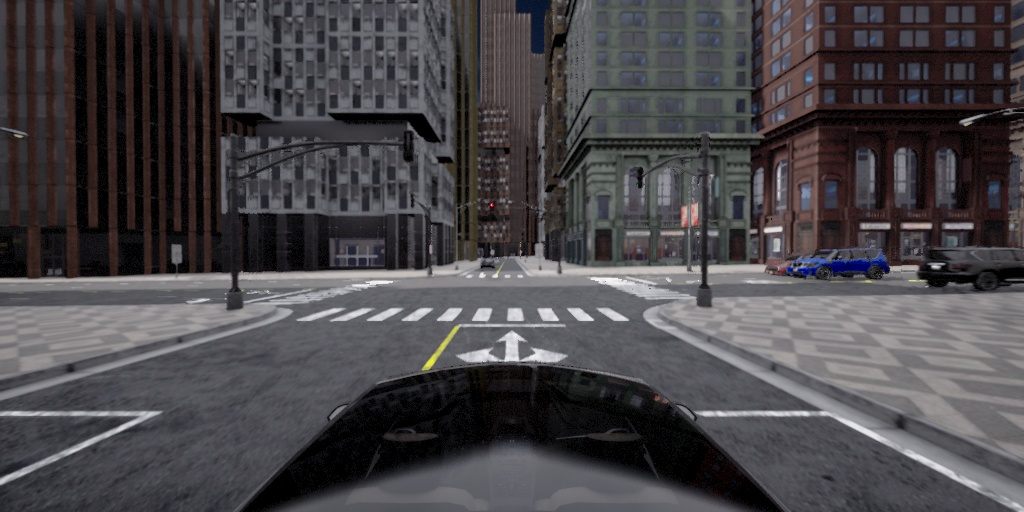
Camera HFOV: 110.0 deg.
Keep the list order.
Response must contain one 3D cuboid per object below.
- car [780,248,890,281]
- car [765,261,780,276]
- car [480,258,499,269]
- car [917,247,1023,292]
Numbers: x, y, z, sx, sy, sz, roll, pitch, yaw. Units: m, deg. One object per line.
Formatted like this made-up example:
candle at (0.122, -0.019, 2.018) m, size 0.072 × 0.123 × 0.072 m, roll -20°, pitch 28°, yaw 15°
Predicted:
car at (21.594, 0.541, 23.830) m, size 5.566 × 2.045 × 2.150 m, roll -1°, pitch 1°, yaw 0°
car at (21.814, 0.635, 27.079) m, size 4.553 × 1.767 × 2.097 m, roll -1°, pitch 1°, yaw 0°
car at (-3.197, 1.020, 47.921) m, size 2.033 × 1.411 × 5.357 m, roll 0°, pitch 0°, yaw 0°
car at (23.049, 0.599, 17.231) m, size 5.566 × 2.045 × 2.150 m, roll -1°, pitch 1°, yaw 0°
